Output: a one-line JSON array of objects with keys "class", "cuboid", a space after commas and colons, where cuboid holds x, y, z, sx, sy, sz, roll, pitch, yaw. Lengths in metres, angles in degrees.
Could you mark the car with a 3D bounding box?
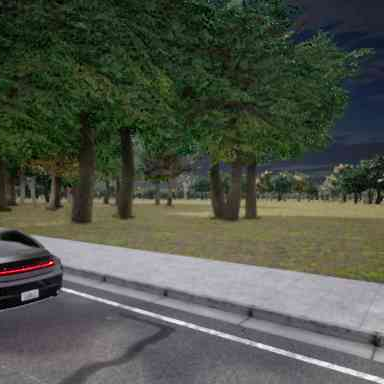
[{"class": "car", "cuboid": [-4.727, 1.509, 7.069, 4.892, 1.490, 1.837, 0, 0, 35]}]
